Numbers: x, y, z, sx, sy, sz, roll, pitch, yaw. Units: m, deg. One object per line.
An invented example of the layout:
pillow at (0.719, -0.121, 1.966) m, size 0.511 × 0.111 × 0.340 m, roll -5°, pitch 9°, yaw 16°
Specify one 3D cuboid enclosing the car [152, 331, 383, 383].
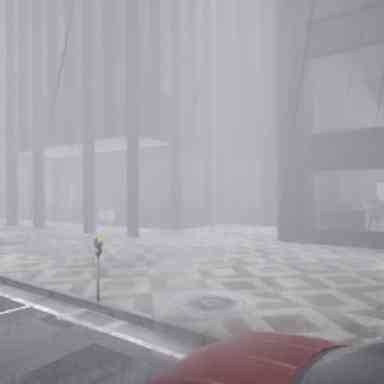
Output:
car at (1.687, 1.540, 1.756) m, size 4.507 × 1.381 × 1.887 m, roll -1°, pitch 0°, yaw 35°
